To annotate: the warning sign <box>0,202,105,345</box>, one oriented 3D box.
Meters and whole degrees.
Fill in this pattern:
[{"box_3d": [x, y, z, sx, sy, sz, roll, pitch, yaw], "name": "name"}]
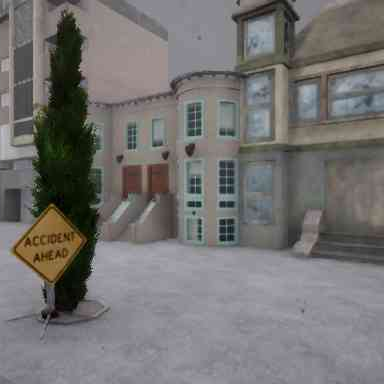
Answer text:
[{"box_3d": [-2.247, 1.114, 5.288, 1.060, 1.860, 1.300, 0, 0, 36], "name": "warning sign"}]
